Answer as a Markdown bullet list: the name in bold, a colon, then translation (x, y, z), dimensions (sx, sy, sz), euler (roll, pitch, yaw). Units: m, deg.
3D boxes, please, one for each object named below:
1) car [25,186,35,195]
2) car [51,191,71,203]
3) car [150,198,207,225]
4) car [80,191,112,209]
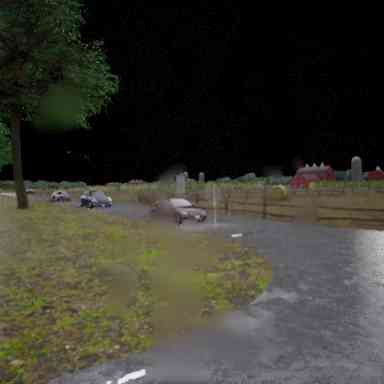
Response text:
- **car**: translation (-41.007, -0.034, 84.178), dimensions (1.882, 1.535, 5.008), euler (-2, 2, -34)
- **car**: translation (-17.904, 0.605, 45.402), dimensions (1.837, 1.490, 4.892), euler (-2, 2, -34)
- **car**: translation (-0.999, 1.087, 20.542), dimensions (1.812, 1.442, 4.674), euler (-2, 2, -34)
- **car**: translation (-9.618, 0.663, 33.161), dimensions (2.097, 1.767, 4.553), euler (-2, 2, -34)
